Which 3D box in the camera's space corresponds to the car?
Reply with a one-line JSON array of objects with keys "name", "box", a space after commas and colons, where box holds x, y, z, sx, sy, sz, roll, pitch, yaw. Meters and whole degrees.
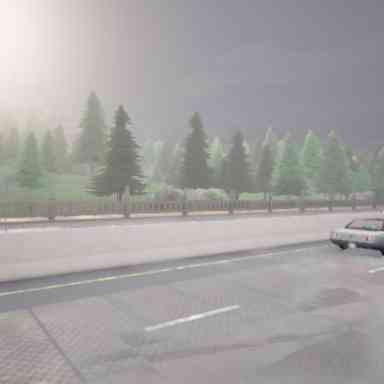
[{"name": "car", "box": [7.818, 1.731, 13.745, 4.718, 1.301, 1.895, 1, 0, -35]}]
